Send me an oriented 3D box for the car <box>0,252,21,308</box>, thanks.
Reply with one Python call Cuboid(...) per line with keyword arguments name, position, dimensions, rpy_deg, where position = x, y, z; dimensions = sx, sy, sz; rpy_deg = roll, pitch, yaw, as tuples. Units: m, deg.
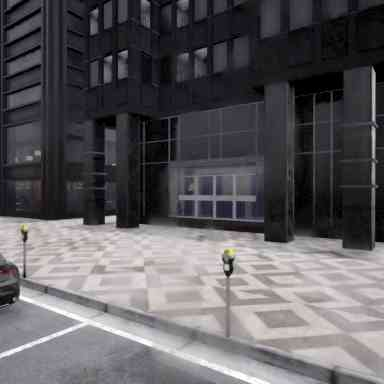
Cuboid(name="car", position=(-5.116, 1.551, 6.614), dimensions=(4.403, 1.369, 2.008), rpy_deg=(0, 0, 36))
